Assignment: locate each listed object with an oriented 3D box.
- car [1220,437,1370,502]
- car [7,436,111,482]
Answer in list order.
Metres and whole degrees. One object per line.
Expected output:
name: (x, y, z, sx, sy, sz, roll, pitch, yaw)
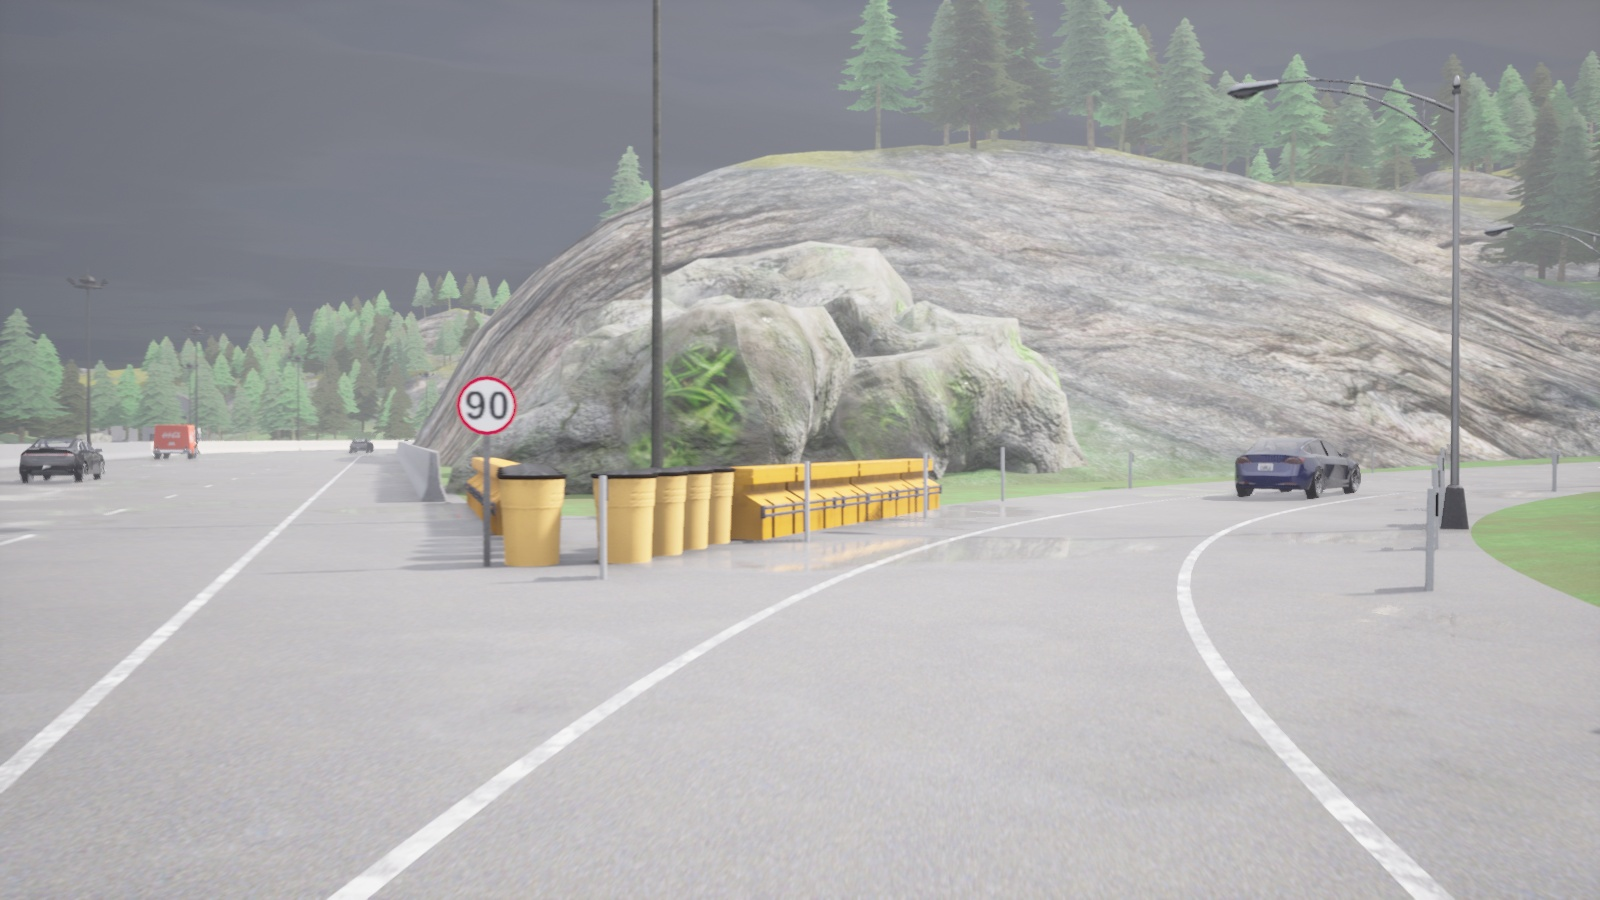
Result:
car: (12.702, 0.433, 32.041, 2.163, 1.488, 4.792, 0, 1, 40)
car: (-25.493, 0.261, 43.374, 2.128, 1.511, 4.902, 0, 1, -19)
